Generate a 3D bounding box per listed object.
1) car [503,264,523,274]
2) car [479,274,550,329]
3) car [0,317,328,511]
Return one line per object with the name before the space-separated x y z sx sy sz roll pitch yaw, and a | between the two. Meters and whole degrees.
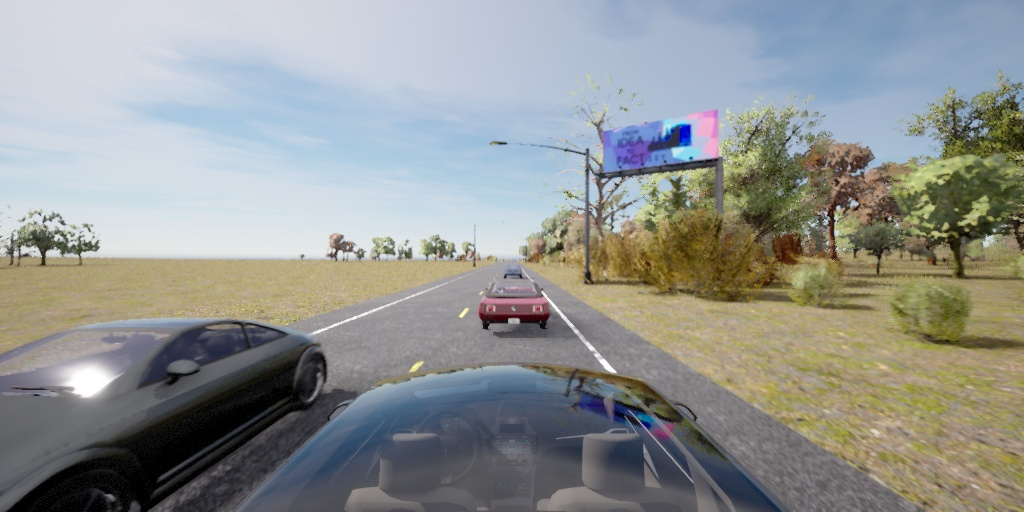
car | 0.103 1.528 37.019 2.033 1.411 5.357 0 0 0
car | 0.071 1.415 11.523 1.895 1.301 4.718 0 0 0
car | -3.594 1.325 3.375 1.994 1.385 4.181 0 0 0
